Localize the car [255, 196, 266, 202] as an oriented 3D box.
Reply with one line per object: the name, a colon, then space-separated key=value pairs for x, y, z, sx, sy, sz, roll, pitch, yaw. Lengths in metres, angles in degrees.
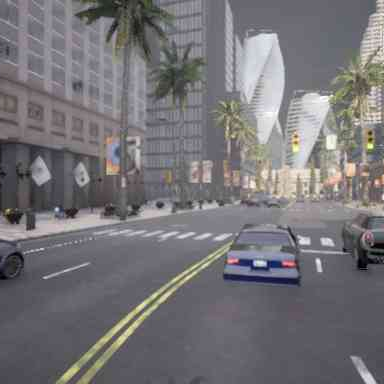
car: x=18.405 y=1.845 z=89.265 sx=2.185 sy=1.767 sz=4.553 roll=0 pitch=0 yaw=18

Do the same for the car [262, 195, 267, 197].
car: x=13.909 y=1.587 z=66.491 sx=2.150 sy=2.045 sz=5.566 roll=0 pitch=0 yaw=19

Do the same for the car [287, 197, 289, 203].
car: x=19.762 y=1.960 z=72.779 sx=1.994 sy=1.385 sz=4.181 roll=0 pitch=0 yaw=19

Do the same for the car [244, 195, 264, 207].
car: x=10.701 y=1.791 z=57.332 sx=1.882 sy=1.535 sz=5.008 roll=0 pitch=0 yaw=19

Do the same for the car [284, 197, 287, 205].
car: x=16.575 y=1.919 z=63.549 sx=1.994 sy=1.385 sz=4.181 roll=0 pitch=0 yaw=20

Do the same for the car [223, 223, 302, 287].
car: x=2.138 y=1.601 z=9.590 sx=2.033 sy=1.411 sz=5.357 roll=0 pitch=0 yaw=16

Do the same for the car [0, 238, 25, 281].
car: x=-5.856 y=1.594 z=7.460 sx=1.994 sy=1.385 sz=4.181 roll=0 pitch=0 yaw=13

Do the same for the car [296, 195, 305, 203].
car: x=27.138 y=2.027 z=83.504 sx=1.994 sy=1.385 sz=4.181 roll=0 pitch=0 yaw=18

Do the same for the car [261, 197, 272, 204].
car: x=17.131 y=1.972 z=75.892 sx=1.994 sy=1.385 sz=4.181 roll=0 pitch=0 yaw=19

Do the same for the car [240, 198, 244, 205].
car: x=11.237 y=1.885 z=68.537 sx=2.161 sy=1.482 sz=4.786 roll=0 pitch=0 yaw=18

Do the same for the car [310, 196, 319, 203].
car: x=30.446 y=2.064 z=82.363 sx=1.895 sy=1.301 sz=4.718 roll=0 pitch=0 yaw=18

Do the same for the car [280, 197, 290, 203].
car: x=23.294 y=1.991 z=83.047 sx=2.128 sy=1.511 sz=4.902 roll=0 pitch=0 yaw=19

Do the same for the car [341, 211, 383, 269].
car: x=6.376 y=1.421 z=11.180 sx=2.097 sy=1.767 sz=4.553 roll=0 pitch=0 yaw=17

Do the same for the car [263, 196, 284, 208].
car: x=13.532 y=1.852 z=54.826 sx=2.033 sy=1.411 sz=5.357 roll=0 pitch=0 yaw=19
